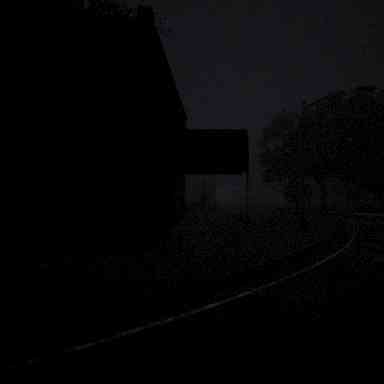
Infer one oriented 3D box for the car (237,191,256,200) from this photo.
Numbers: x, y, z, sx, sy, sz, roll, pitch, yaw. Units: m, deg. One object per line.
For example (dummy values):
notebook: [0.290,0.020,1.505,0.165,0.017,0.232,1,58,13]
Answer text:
car: [15.425,1.352,91.839,4.674,1.452,2.002,-1,4,-18]
